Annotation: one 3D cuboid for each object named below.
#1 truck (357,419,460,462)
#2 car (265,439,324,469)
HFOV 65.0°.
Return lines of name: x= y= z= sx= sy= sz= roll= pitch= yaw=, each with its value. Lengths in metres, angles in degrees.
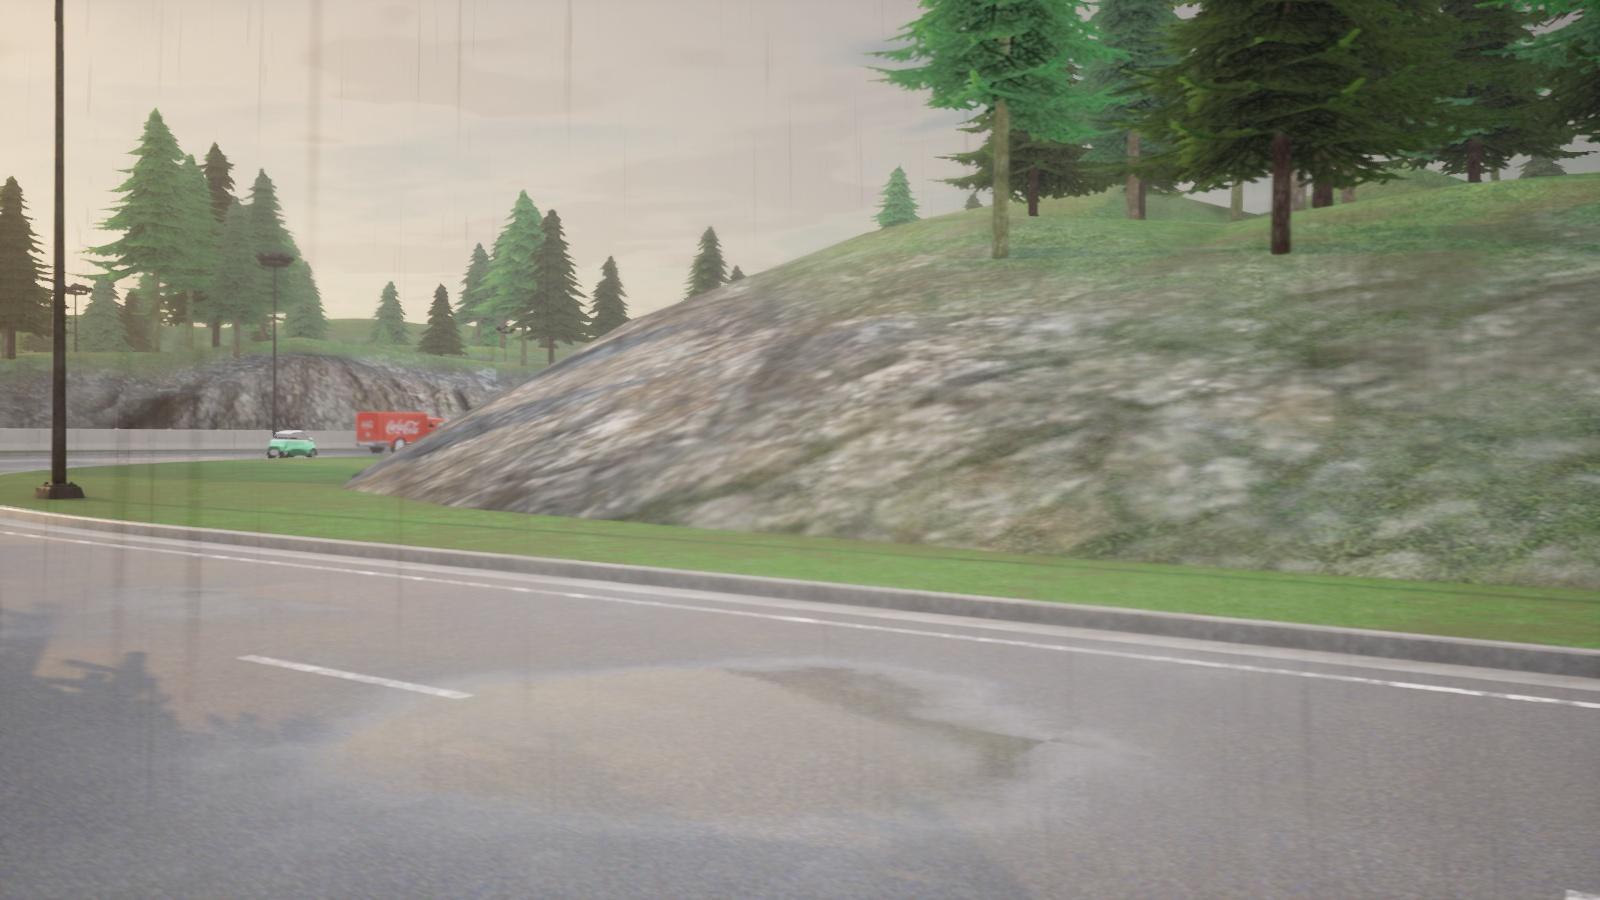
truck: x=-23.269 y=-0.565 z=74.741 sx=2.627 sy=2.467 sz=5.204 roll=-1 pitch=1 yaw=39
car: x=-23.996 y=0.189 z=59.652 sx=1.481 sy=1.376 sz=2.207 roll=-1 pitch=1 yaw=21
